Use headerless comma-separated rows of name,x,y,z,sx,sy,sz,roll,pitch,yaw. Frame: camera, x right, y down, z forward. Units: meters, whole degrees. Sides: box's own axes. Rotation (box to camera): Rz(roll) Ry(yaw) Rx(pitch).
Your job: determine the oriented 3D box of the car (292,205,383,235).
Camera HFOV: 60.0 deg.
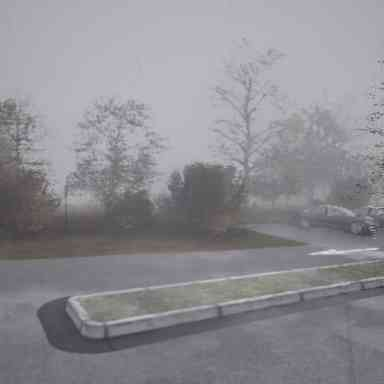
car,8.476,1.574,19.897,4.892,1.521,2.231,2,0,41
